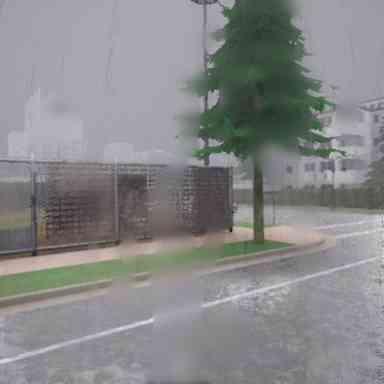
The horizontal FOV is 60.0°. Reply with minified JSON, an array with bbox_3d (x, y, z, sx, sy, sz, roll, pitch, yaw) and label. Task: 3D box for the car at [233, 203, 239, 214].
[{"bbox_3d":[2.074,1.158,29.743,1.882,1.535,5.008,-1,1,-35],"label":"car"}]
